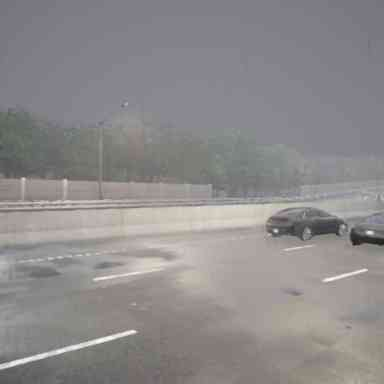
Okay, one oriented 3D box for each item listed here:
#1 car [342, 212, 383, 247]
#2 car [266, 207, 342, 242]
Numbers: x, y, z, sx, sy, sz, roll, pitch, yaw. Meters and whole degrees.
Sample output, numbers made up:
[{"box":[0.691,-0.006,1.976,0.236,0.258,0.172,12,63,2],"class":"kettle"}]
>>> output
[{"box":[8.571,1.556,14.124,4.181,1.385,1.994,0,0,-35],"class":"car"},{"box":[5.760,1.498,16.422,4.892,1.490,1.837,0,0,-35],"class":"car"}]
